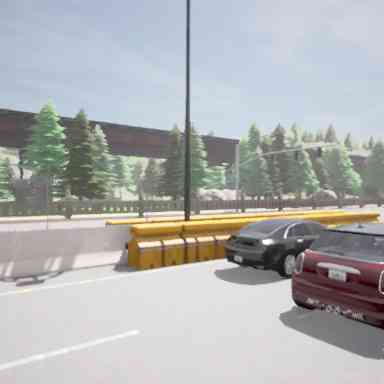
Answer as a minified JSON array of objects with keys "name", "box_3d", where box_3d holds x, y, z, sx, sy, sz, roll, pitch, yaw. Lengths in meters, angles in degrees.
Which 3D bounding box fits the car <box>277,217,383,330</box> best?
[{"name":"car","box_3d":[4.107,1.399,6.686,4.553,1.767,2.097,1,0,-36]}]

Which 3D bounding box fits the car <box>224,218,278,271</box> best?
[{"name":"car","box_3d":[3.218,1.562,10.353,4.892,1.490,1.837,0,0,-36]}]
